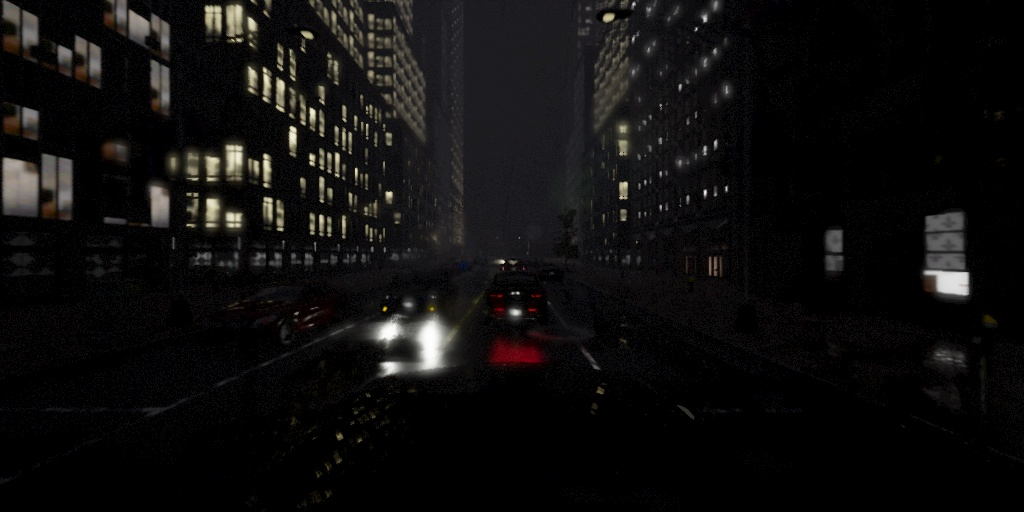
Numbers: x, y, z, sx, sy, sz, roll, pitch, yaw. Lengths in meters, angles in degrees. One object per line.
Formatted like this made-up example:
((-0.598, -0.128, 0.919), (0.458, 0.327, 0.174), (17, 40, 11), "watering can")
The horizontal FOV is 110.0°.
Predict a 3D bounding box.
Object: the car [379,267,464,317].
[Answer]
((-3.086, 1.260, 12.678), (1.994, 1.385, 4.181), (0, 0, 0), "car")

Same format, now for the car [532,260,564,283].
((2.717, 1.200, 26.266), (1.948, 1.339, 4.313), (0, 0, 0), "car")

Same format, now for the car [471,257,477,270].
((-5.643, 1.124, 43.365), (1.802, 1.307, 4.207), (0, 0, 0), "car")

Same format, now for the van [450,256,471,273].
((-5.650, 0.911, 37.673), (1.690, 1.789, 3.998), (0, 0, 0), "van")

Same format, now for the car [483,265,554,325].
((0.110, 1.208, 11.662), (1.837, 1.490, 4.892), (0, 0, 0), "car")

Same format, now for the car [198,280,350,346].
((-5.684, 1.292, 9.210), (1.802, 1.307, 4.207), (0, 0, 0), "car")

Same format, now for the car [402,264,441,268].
((-5.671, 1.206, 20.596), (2.007, 1.370, 4.403), (0, 0, 0), "car")

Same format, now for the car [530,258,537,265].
((2.744, 0.959, 49.033), (1.967, 1.591, 4.097), (0, 0, 0), "car")

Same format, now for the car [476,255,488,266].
((-5.623, 0.892, 60.441), (1.967, 1.591, 4.097), (0, 0, 0), "car")

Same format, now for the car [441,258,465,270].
((-5.657, 1.144, 31.981), (1.888, 1.381, 4.507), (0, 0, 0), "car")

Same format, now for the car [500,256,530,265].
((0.130, 0.972, 28.772), (2.097, 1.767, 4.553), (0, 0, 0), "car")
